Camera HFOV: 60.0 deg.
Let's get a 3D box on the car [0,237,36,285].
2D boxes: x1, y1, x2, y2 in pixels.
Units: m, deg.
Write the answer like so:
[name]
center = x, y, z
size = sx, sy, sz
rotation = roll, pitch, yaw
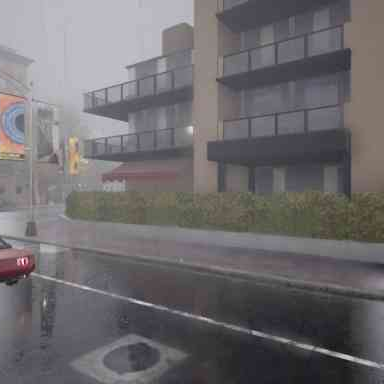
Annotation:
[car]
center = -5.991, 1.601, 8.255
size = 4.718, 1.301, 1.895
rotation = 0, 0, 35
